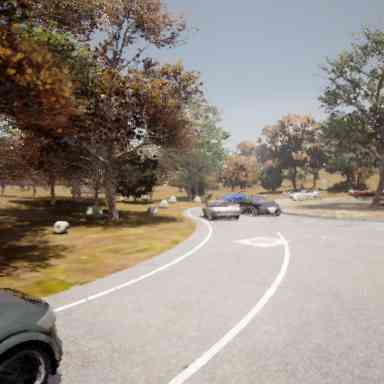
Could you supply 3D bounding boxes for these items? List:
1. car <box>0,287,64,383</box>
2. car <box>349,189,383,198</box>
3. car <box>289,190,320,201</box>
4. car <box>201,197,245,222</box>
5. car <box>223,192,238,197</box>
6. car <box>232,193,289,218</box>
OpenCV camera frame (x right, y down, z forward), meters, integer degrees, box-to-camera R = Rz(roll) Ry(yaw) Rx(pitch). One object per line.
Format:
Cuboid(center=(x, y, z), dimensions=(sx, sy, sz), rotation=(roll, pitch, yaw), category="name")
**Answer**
Cuboid(center=(-3.357, 1.572, 2.882), dimensions=(1.994, 1.385, 4.181), rotation=(0, 0, 38), category="car")
Cuboid(center=(27.031, 0.255, 51.411), dimensions=(4.718, 1.301, 1.895), rotation=(-1, 1, 12), category="car")
Cuboid(center=(16.024, 0.445, 47.444), dimensions=(4.674, 1.442, 1.812), rotation=(-2, 1, -19), category="car")
Cuboid(center=(1.989, 1.288, 23.830), dimensions=(1.895, 1.301, 4.718), rotation=(-1, 1, -9), category="car")
Cuboid(center=(5.241, 0.791, 42.889), dimensions=(1.882, 1.535, 5.008), rotation=(-1, 1, 38), category="car")
Cuboid(center=(5.136, 1.073, 25.883), dimensions=(2.128, 1.511, 4.902), rotation=(-2, 1, -13), category="car")
